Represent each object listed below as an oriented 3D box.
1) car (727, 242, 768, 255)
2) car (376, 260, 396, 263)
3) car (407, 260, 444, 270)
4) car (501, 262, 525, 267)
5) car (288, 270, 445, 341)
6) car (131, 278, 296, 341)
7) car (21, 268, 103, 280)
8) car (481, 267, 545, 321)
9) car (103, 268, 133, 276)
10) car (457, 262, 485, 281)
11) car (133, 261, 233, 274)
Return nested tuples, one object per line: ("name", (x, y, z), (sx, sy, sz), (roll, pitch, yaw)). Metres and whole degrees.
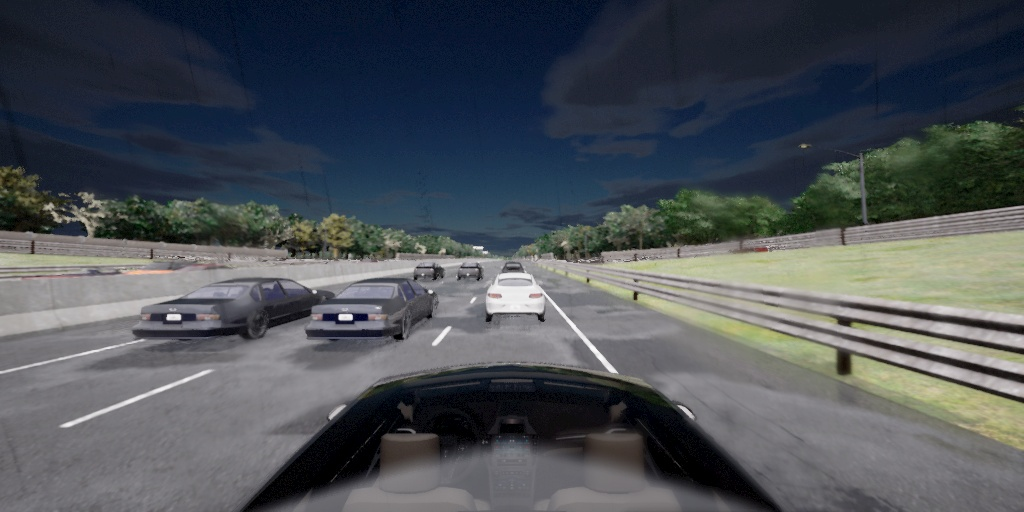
("car", (29.414, -0.844, 45.074), (2.097, 1.767, 4.553), (0, -3, -12))
("car", (-21.032, 1.420, 61.631), (1.895, 1.301, 4.718), (0, 0, 0))
("car", (-6.911, 1.252, 30.241), (2.128, 1.511, 4.902), (0, 0, 0))
("car", (0.090, 1.265, 30.452), (1.837, 1.490, 4.892), (0, 0, 0))
("car", (-3.403, 1.298, 9.835), (2.033, 1.411, 5.357), (0, 0, 0))
("car", (-6.903, 1.298, 9.828), (2.033, 1.411, 5.357), (0, 0, 0))
("car", (-24.605, 1.354, 20.726), (1.895, 1.301, 4.718), (0, 0, 0))
("car", (0.096, 1.277, 12.363), (1.812, 1.442, 4.674), (0, 0, 0))
("car", (-21.104, 1.106, 21.801), (2.097, 1.767, 4.553), (0, 0, 0))
("car", (-3.411, 1.252, 30.268), (2.128, 1.511, 4.902), (0, 0, 0))
("car", (-17.605, 1.231, 20.182), (1.882, 1.535, 5.008), (0, 0, 0))
